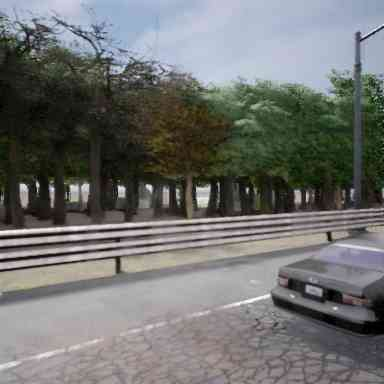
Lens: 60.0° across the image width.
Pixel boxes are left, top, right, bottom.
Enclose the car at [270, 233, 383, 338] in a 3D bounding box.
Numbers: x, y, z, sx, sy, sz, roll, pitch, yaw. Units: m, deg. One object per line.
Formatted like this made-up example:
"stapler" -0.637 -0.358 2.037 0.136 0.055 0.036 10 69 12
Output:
"car" 3.899 1.548 6.526 5.357 1.411 2.033 0 0 -36
